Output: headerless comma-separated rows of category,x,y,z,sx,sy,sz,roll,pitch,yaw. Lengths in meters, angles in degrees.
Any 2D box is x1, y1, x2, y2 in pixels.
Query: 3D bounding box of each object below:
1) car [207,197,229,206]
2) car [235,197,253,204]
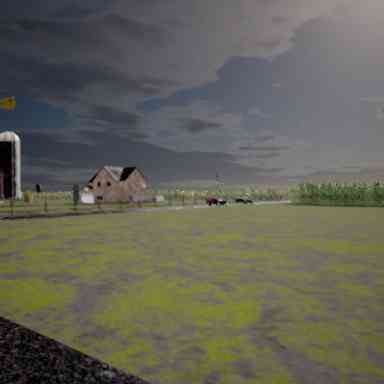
car,4.492,1.632,56.975,1.837,1.490,4.892,-1,-1,36
car,10.248,1.647,65.152,2.128,1.511,4.902,-1,-1,35
